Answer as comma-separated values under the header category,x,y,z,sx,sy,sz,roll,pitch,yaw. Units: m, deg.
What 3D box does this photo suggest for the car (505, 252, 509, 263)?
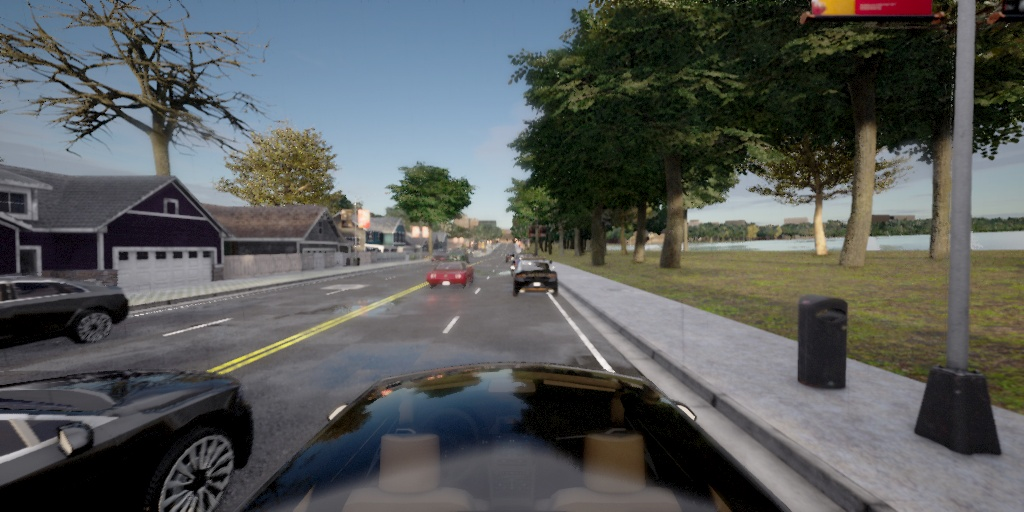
category,x,y,z,sx,sy,sz,roll,pitch,yaw
car,0.045,0.198,52.195,1.837,1.490,4.892,0,0,0

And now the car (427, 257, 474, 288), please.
category,x,y,z,sx,sy,sz,roll,pitch,yaw
car,-3.140,0.946,19.311,1.895,1.301,4.718,0,1,0

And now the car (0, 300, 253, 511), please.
category,x,y,z,sx,sy,sz,roll,pitch,yaw
car,-3.149,1.252,1.100,2.128,1.511,4.902,0,1,0

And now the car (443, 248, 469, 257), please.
category,x,y,z,sx,sy,sz,roll,pitch,yaw
car,-6.573,0.038,43.983,2.150,2.045,5.566,0,1,0

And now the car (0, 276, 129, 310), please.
category,x,y,z,sx,sy,sz,roll,pitch,yaw
car,-9.847,1.148,6.291,2.128,1.511,4.902,0,1,0

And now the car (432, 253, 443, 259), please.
category,x,y,z,sx,sy,sz,roll,pitch,yaw
car,-9.801,0.297,49.502,1.994,1.385,4.181,0,1,0

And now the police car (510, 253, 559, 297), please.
category,x,y,z,sx,sy,sz,roll,pitch,yaw
police car,0.982,0.838,16.582,1.930,1.638,5.238,0,1,0

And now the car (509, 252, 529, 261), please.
category,x,y,z,sx,sy,sz,roll,pitch,yaw
car,0.985,0.524,26.438,2.097,1.767,4.553,0,1,0
